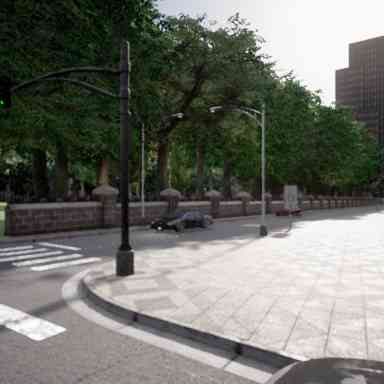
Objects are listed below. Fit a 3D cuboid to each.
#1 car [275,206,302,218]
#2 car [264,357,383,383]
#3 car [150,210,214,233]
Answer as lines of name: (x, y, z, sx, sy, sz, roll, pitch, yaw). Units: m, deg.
car: (11.726, 2.322, 40.287, 1.882, 1.535, 5.008, 0, -1, 36)
car: (2.250, 1.551, 1.359, 4.403, 1.369, 2.008, 0, 0, 36)
car: (-0.499, 1.950, 23.017, 2.033, 1.411, 5.357, 0, -1, 35)
